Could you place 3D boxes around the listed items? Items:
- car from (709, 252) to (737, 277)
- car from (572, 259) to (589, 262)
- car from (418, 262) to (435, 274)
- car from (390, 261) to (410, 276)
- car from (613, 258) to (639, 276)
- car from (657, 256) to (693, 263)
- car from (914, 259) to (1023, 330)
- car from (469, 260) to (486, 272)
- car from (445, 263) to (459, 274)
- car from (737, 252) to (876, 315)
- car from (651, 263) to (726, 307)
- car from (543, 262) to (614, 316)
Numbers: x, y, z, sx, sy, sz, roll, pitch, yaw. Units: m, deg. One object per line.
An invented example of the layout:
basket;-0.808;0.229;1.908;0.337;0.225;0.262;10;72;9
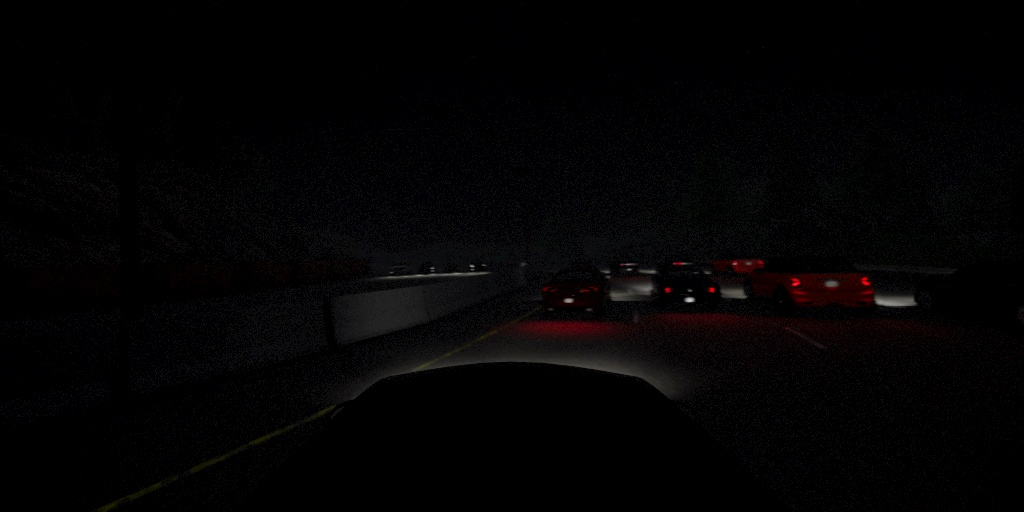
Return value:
car;16.186;0.511;26.165;2.097;1.767;4.553;-2;0;8
car;6.474;1.029;34.305;2.128;1.511;4.902;-2;0;3
car;-11.956;1.639;50.294;2.097;1.767;4.553;-2;0;-11
car;-15.378;1.705;49.556;2.150;2.045;5.566;-2;0;-11
car;9.808;0.899;31.677;2.128;1.511;4.902;-2;0;6
car;13.039;0.773;29.051;2.128;1.511;4.902;-2;0;6
car;11.923;0.807;8.339;1.837;1.490;4.892;-2;0;20
car;-4.935;1.341;50.547;2.097;1.767;4.553;-2;0;-10
car;-8.451;1.672;50.547;2.033;1.411;5.357;-2;0;-11
car;9.354;0.755;11.774;2.097;1.767;4.553;-2;0;18
car;6.437;1.118;13.804;1.895;1.301;4.718;-2;0;17
car;2.475;1.145;13.005;1.882;1.535;5.008;-2;0;19
